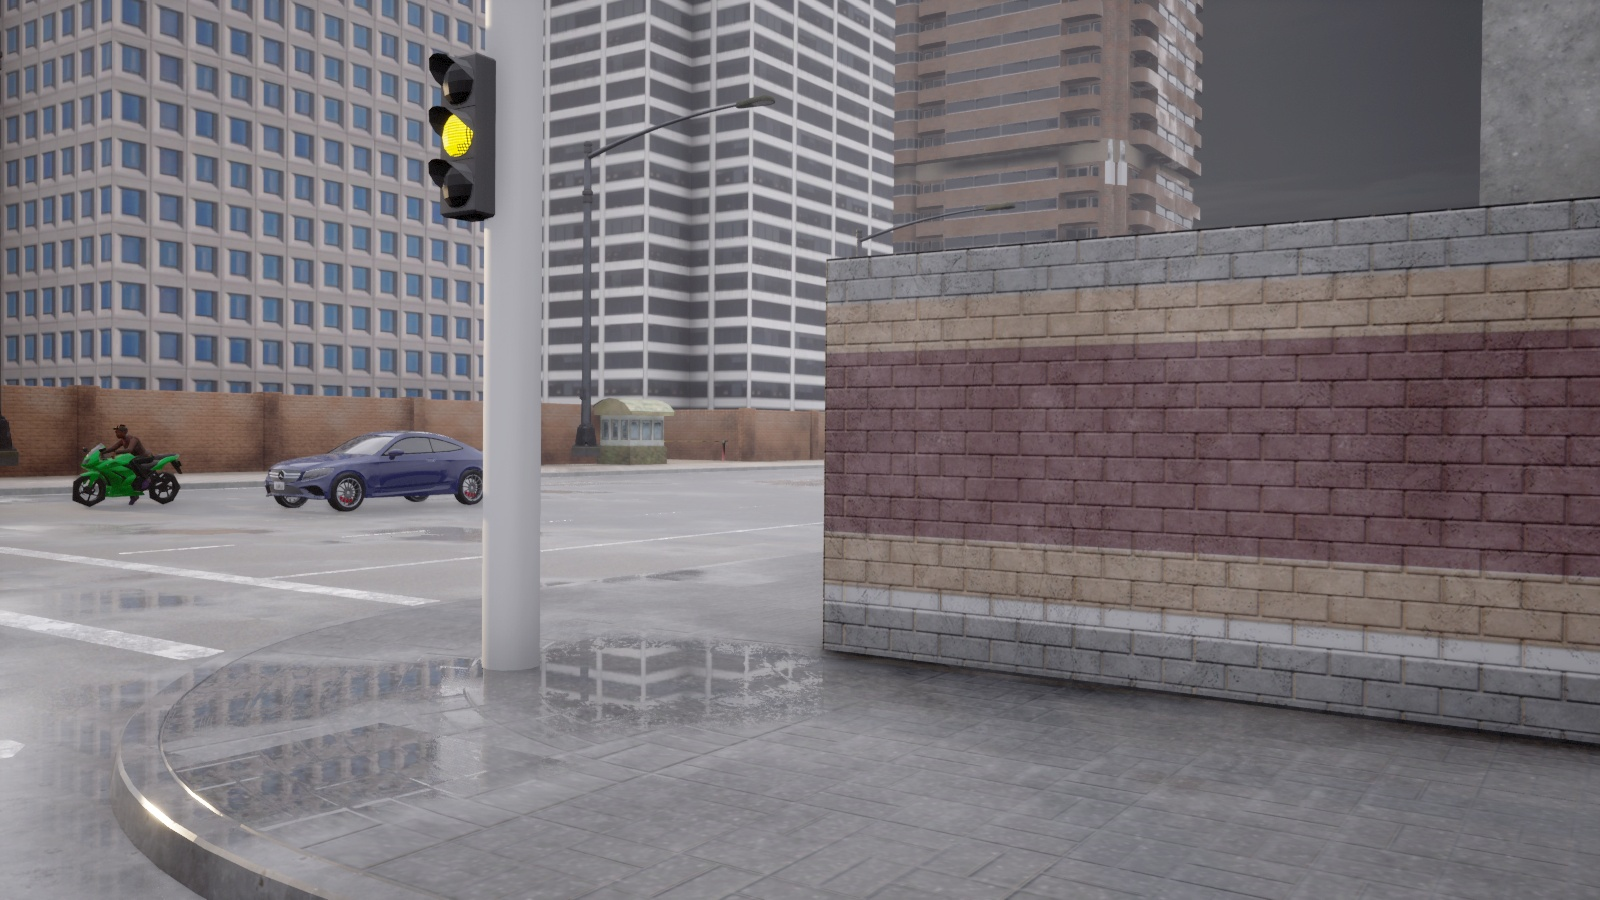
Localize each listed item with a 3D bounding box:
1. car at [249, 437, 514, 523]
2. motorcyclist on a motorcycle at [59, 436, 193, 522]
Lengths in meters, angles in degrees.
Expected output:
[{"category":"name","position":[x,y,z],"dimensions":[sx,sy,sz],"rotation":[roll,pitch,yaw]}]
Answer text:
[{"category":"car","position":[-7.867,0.500,24.070],"dimensions":[1.812,1.442,4.674],"rotation":[0,1,34]},{"category":"motorcyclist on a motorcycle","position":[-12.533,0.507,23.413],"dimensions":[0.797,1.523,2.044],"rotation":[0,1,34]}]
